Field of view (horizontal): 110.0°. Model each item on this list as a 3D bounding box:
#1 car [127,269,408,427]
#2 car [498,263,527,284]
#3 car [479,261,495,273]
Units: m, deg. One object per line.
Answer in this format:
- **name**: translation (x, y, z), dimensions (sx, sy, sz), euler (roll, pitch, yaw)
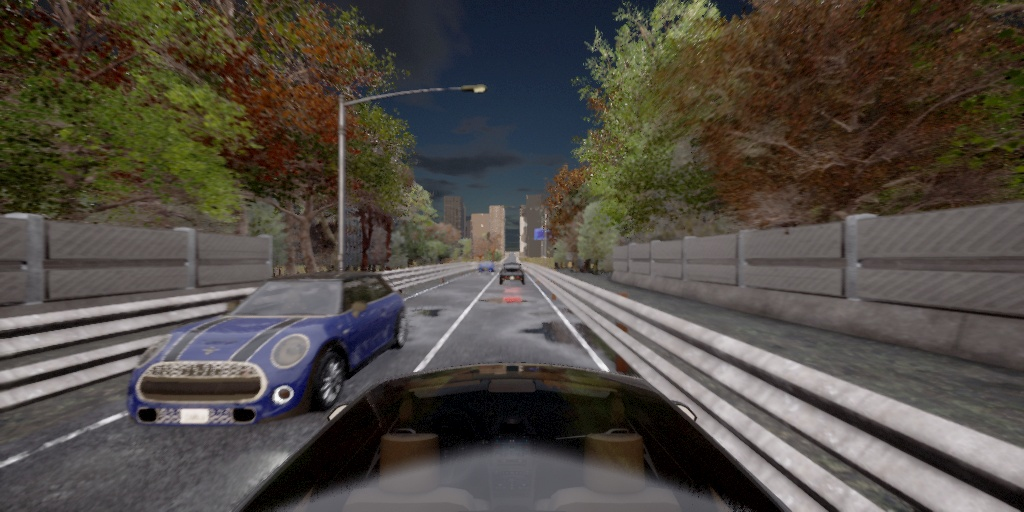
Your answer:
- **car**: translation (-3.345, 1.086, 6.024), dimensions (2.097, 1.767, 4.553), euler (0, 0, 0)
- **car**: translation (0.023, 1.248, 26.555), dimensions (1.837, 1.490, 4.892), euler (0, 0, 0)
- **car**: translation (-3.292, 1.394, 47.241), dimensions (1.882, 1.535, 5.008), euler (0, -1, 0)
